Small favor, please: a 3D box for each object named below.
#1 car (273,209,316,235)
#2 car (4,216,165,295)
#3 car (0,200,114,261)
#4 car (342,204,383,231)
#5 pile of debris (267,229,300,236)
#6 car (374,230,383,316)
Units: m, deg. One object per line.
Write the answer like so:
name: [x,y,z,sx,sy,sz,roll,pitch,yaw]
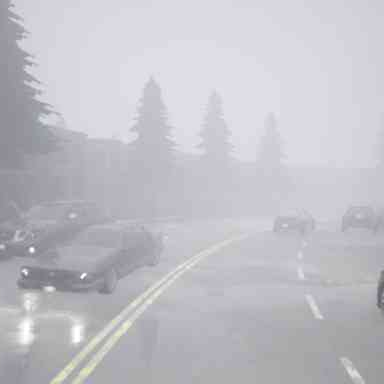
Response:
car: [6.512,1.785,21.050,1.812,1.442,4.674,0,-1,30]
car: [-2.313,1.641,9.422,2.033,1.411,5.357,0,-1,13]
car: [-4.982,1.338,12.710,2.150,2.045,5.566,0,-1,16]
car: [11.627,1.658,22.449,2.097,1.767,4.553,0,-1,35]
pile of debris: [5.541,2.425,20.065,1.500,0.140,1.860,0,-1,29]
car: [4.096,1.560,4.170,2.128,1.511,4.902,0,-1,7]
